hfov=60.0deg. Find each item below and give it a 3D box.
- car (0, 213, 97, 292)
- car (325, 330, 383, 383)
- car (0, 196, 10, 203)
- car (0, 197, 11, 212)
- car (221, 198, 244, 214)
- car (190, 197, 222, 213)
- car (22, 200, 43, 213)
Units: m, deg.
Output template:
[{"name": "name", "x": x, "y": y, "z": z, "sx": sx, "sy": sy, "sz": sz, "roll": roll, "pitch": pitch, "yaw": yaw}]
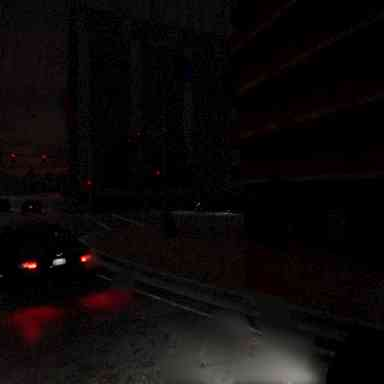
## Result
[{"name": "car", "x": -4.408, "y": 1.546, "z": 9.102, "sx": 2.033, "sy": 1.411, "sz": 5.357, "roll": 0, "pitch": 0, "yaw": -38}, {"name": "car", "x": 3.450, "y": 1.547, "z": 1.596, "sx": 5.357, "sy": 1.411, "sz": 2.033, "roll": 0, "pitch": 0, "yaw": 34}, {"name": "car", "x": -38.180, "y": 1.580, "z": 67.242, "sx": 1.895, "sy": 1.301, "sz": 4.718, "roll": 0, "pitch": 0, "yaw": -23}, {"name": "car", "x": -21.908, "y": 1.484, "z": 37.897, "sx": 2.128, "sy": 1.511, "sz": 4.902, "roll": 0, "pitch": 0, "yaw": -23}, {"name": "car", "x": 6.332, "y": 1.599, "z": 36.424, "sx": 5.357, "sy": 1.411, "sz": 2.033, "roll": 0, "pitch": 0, "yaw": -22}, {"name": "car", "x": 2.107, "y": 1.402, "z": 38.464, "sx": 4.553, "sy": 1.767, "sz": 2.097, "roll": 0, "pitch": 0, "yaw": -22}, {"name": "car", "x": -17.471, "y": 1.568, "z": 36.382, "sx": 2.033, "sy": 1.411, "sz": 5.357, "roll": 0, "pitch": 1, "yaw": -23}]
